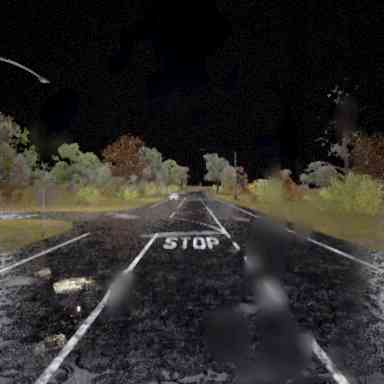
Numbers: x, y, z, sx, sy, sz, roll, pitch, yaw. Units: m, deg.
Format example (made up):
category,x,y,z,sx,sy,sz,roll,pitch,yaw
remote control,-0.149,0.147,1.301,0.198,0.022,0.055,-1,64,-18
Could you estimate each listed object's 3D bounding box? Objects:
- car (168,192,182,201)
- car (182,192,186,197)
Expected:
category,x,y,z,sx,sy,sz,roll,pitch,yaw
car,-3.409,0.978,63.249,1.812,1.442,4.674,0,1,0
car,-2.878,0.727,94.637,1.895,1.301,4.718,0,1,5
